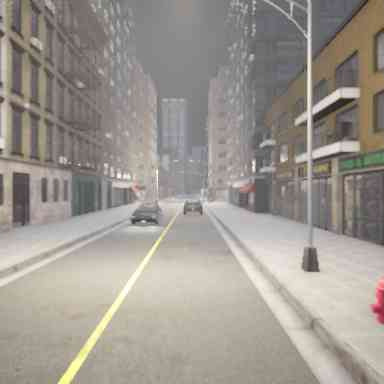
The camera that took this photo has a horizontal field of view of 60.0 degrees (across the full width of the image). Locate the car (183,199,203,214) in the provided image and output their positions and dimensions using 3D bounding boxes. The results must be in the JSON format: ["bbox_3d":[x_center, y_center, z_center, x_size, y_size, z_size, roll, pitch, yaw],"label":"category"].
[{"bbox_3d":[0.109,1.425,33.812,2.128,1.511,4.902,0,0,0],"label":"car"}]

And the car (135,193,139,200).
[{"bbox_3d":[-14.873,1.222,77.551,5.009,1.841,2.192,0,0,0],"label":"car"}]

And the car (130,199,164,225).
[{"bbox_3d":[-3.084,1.495,23.778,2.033,1.411,5.357,0,0,0],"label":"car"}]
